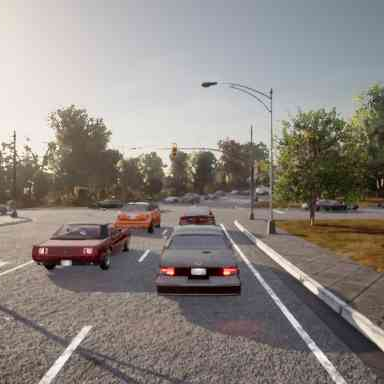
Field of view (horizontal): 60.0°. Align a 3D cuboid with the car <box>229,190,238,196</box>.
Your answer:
[{"bbox_3d":[11.221,0.270,86.343,1.812,1.442,4.674,0,3,30],"label":"car"}]

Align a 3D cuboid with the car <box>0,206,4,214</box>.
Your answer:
[{"bbox_3d":[-3.408,1.221,1.360,2.150,2.045,5.566,0,0,-1],"label":"car"}]

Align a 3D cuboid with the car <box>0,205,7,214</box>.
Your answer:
[{"bbox_3d":[-21.555,1.707,32.839,4.902,1.511,2.128,-1,0,4],"label":"car"}]

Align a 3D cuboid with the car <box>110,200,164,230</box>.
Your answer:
[{"bbox_3d":[-3.138,1.396,20.108,2.097,1.767,4.553,0,0,2],"label":"car"}]

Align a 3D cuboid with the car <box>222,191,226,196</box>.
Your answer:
[{"bbox_3d":[7.000,0.436,86.107,2.033,1.411,5.357,0,3,28],"label":"car"}]

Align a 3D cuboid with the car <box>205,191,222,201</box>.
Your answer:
[{"bbox_3d":[4.270,1.128,73.106,2.033,1.411,5.357,0,2,23],"label":"car"}]

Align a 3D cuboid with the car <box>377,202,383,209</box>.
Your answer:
[{"bbox_3d":[25.750,1.399,40.656,5.357,1.411,2.033,-2,0,3],"label":"car"}]

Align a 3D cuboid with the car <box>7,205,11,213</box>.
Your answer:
[{"bbox_3d":[-22.425,1.743,36.385,4.902,1.511,2.128,-1,0,2],"label":"car"}]

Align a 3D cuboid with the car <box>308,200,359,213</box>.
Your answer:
[{"bbox_3d":[16.123,1.644,37.739,4.718,1.301,1.895,-1,0,4],"label":"car"}]

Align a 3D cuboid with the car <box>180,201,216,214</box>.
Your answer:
[{"bbox_3d":[0.330,1.517,18.539,1.882,1.535,5.008,0,0,2],"label":"car"}]

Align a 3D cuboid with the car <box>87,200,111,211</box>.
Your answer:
[{"bbox_3d":[-11.287,1.724,43.793,4.718,1.301,1.895,0,0,-36],"label":"car"}]

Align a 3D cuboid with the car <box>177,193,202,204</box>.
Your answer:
[{"bbox_3d":[-0.296,1.247,61.254,2.150,2.045,5.566,0,1,18],"label":"car"}]

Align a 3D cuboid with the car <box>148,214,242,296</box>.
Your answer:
[{"bbox_3d":[0.144,1.558,8.792,2.033,1.411,5.357,0,0,0],"label":"car"}]

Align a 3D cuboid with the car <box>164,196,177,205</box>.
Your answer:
[{"bbox_3d":[-3.795,1.568,61.753,1.812,1.442,4.674,0,1,18],"label":"car"}]

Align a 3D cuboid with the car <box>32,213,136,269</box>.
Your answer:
[{"bbox_3d":[-3.336,1.617,11.130,1.895,1.301,4.718,0,0,1],"label":"car"}]

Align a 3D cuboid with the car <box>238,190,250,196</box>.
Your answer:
[{"bbox_3d":[14.325,0.258,84.711,2.128,1.511,4.902,0,3,33],"label":"car"}]

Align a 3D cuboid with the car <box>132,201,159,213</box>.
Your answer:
[{"bbox_3d":[-5.343,1.705,38.981,1.895,1.301,4.718,0,0,8],"label":"car"}]

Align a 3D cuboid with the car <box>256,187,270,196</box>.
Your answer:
[{"bbox_3d":[17.866,0.261,83.786,1.895,1.301,4.718,0,3,33],"label":"car"}]

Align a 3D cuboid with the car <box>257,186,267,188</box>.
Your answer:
[{"bbox_3d":[20.017,-0.767,93.188,2.150,2.045,5.566,0,3,38],"label":"car"}]

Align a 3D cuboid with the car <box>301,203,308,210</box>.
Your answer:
[{"bbox_3d":[16.053,1.660,41.249,4.718,1.301,1.895,-1,0,4],"label":"car"}]
